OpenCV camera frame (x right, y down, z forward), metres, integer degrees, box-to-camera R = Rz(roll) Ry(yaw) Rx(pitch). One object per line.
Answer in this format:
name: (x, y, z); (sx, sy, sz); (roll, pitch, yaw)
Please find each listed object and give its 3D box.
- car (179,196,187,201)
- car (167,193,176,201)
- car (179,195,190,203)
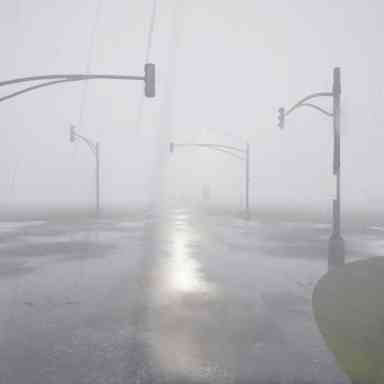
car: (-2.159, 1.559, 79.858); (1.895, 1.301, 4.718); (0, 0, -4)
car: (-4.548, 1.013, 73.879); (2.097, 1.767, 4.553); (0, 0, -3)
car: (-1.565, 1.384, 69.784); (2.097, 1.767, 4.553); (0, 0, -3)
